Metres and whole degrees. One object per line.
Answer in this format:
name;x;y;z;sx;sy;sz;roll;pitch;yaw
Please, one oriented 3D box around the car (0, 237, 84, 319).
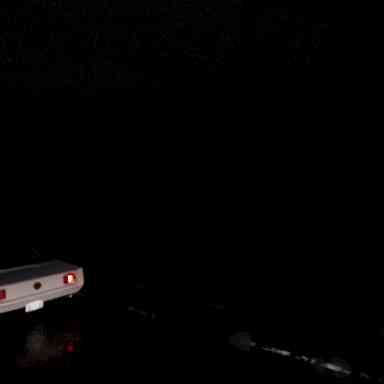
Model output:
car;-4.424;1.604;6.828;4.718;1.301;1.895;0;0;35
